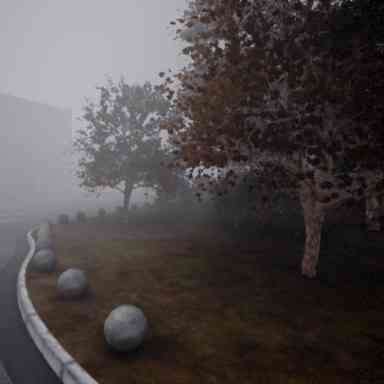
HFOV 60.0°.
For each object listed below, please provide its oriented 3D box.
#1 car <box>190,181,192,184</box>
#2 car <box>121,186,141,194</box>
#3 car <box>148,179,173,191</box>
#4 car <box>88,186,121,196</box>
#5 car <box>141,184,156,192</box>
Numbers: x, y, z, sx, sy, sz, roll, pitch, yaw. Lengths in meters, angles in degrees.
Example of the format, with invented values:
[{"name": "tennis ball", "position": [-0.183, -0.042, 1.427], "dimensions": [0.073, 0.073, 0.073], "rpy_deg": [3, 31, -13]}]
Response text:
[{"name": "car", "position": [-1.239, -1.848, 78.066], "dimensions": [2.163, 1.488, 4.792], "rpy_deg": [0, 4, 28]}, {"name": "car", "position": [-11.777, -0.531, 58.366], "dimensions": [1.946, 1.575, 5.366], "rpy_deg": [0, 4, 28]}, {"name": "car", "position": [-6.442, -1.462, 68.325], "dimensions": [2.435, 2.045, 5.566], "rpy_deg": [0, 4, 28]}, {"name": "car", "position": [-14.386, -0.195, 53.510], "dimensions": [1.946, 1.575, 5.366], "rpy_deg": [0, 4, 28]}, {"name": "car", "position": [-9.175, -0.864, 63.228], "dimensions": [1.946, 1.575, 5.366], "rpy_deg": [0, 4, 28]}]
